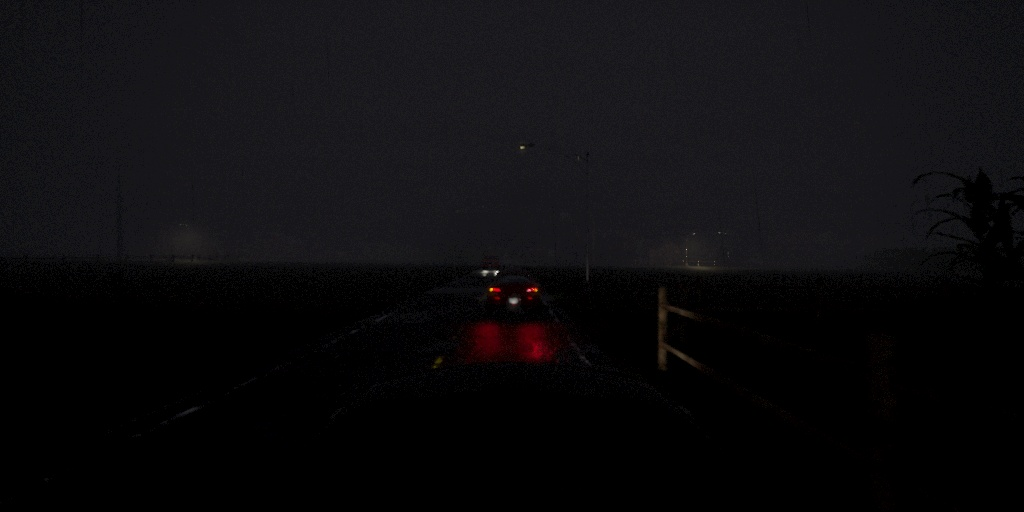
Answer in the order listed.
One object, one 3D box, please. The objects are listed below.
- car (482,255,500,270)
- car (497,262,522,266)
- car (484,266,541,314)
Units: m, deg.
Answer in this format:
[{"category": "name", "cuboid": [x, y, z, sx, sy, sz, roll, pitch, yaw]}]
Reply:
[{"category": "car", "cuboid": [-2.832, 0.864, 49.154, 2.150, 2.045, 5.566, 0, 0, 0]}, {"category": "car", "cuboid": [0.063, 1.283, 27.325, 1.895, 1.301, 4.718, 0, 0, 0]}, {"category": "car", "cuboid": [0.068, 1.243, 13.458, 1.812, 1.442, 4.674, 0, -1, 0]}]
